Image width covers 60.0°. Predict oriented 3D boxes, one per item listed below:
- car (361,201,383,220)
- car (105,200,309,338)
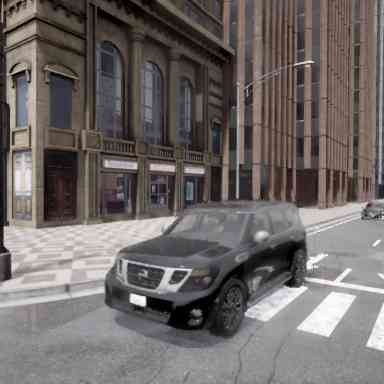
[{"bbox_3d":[15.289,1.567,27.510,1.837,1.490,4.892,1,1,35],"label":"car"},{"bbox_3d":[0.801,1.237,7.165,2.150,2.045,5.566,1,1,35],"label":"car"}]
